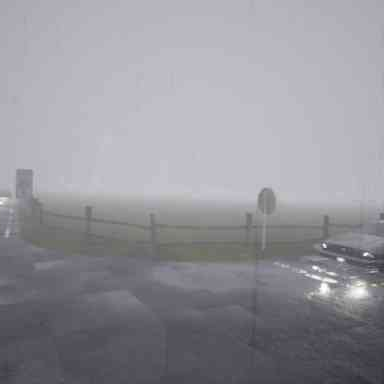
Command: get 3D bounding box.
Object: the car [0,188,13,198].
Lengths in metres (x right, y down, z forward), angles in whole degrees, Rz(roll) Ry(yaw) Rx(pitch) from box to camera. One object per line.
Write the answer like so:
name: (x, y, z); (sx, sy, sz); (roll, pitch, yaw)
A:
car: (-26.568, 0.153, 47.087); (1.994, 1.385, 4.181); (2, 1, -28)

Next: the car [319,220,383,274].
car: (6.724, 1.689, 11.107); (5.357, 1.411, 2.033); (2, 1, -29)
